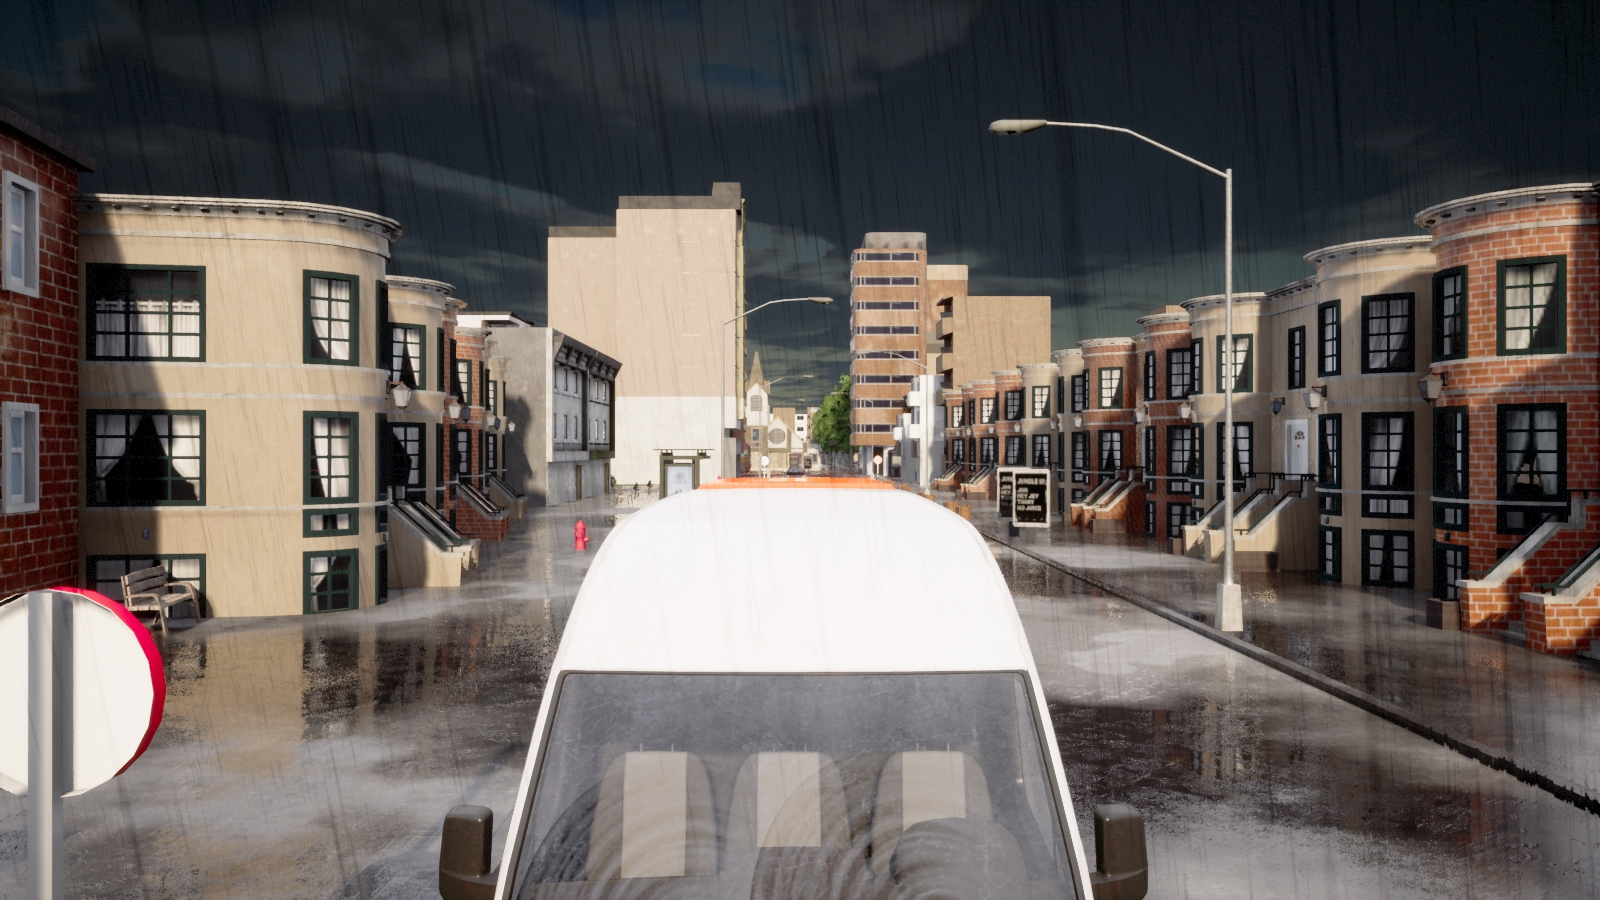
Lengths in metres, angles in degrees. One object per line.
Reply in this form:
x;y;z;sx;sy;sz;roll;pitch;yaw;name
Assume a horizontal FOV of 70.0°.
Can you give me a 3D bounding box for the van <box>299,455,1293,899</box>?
-0.019;1.314;5.243;1.988;2.561;5.915;0;0;0;van
